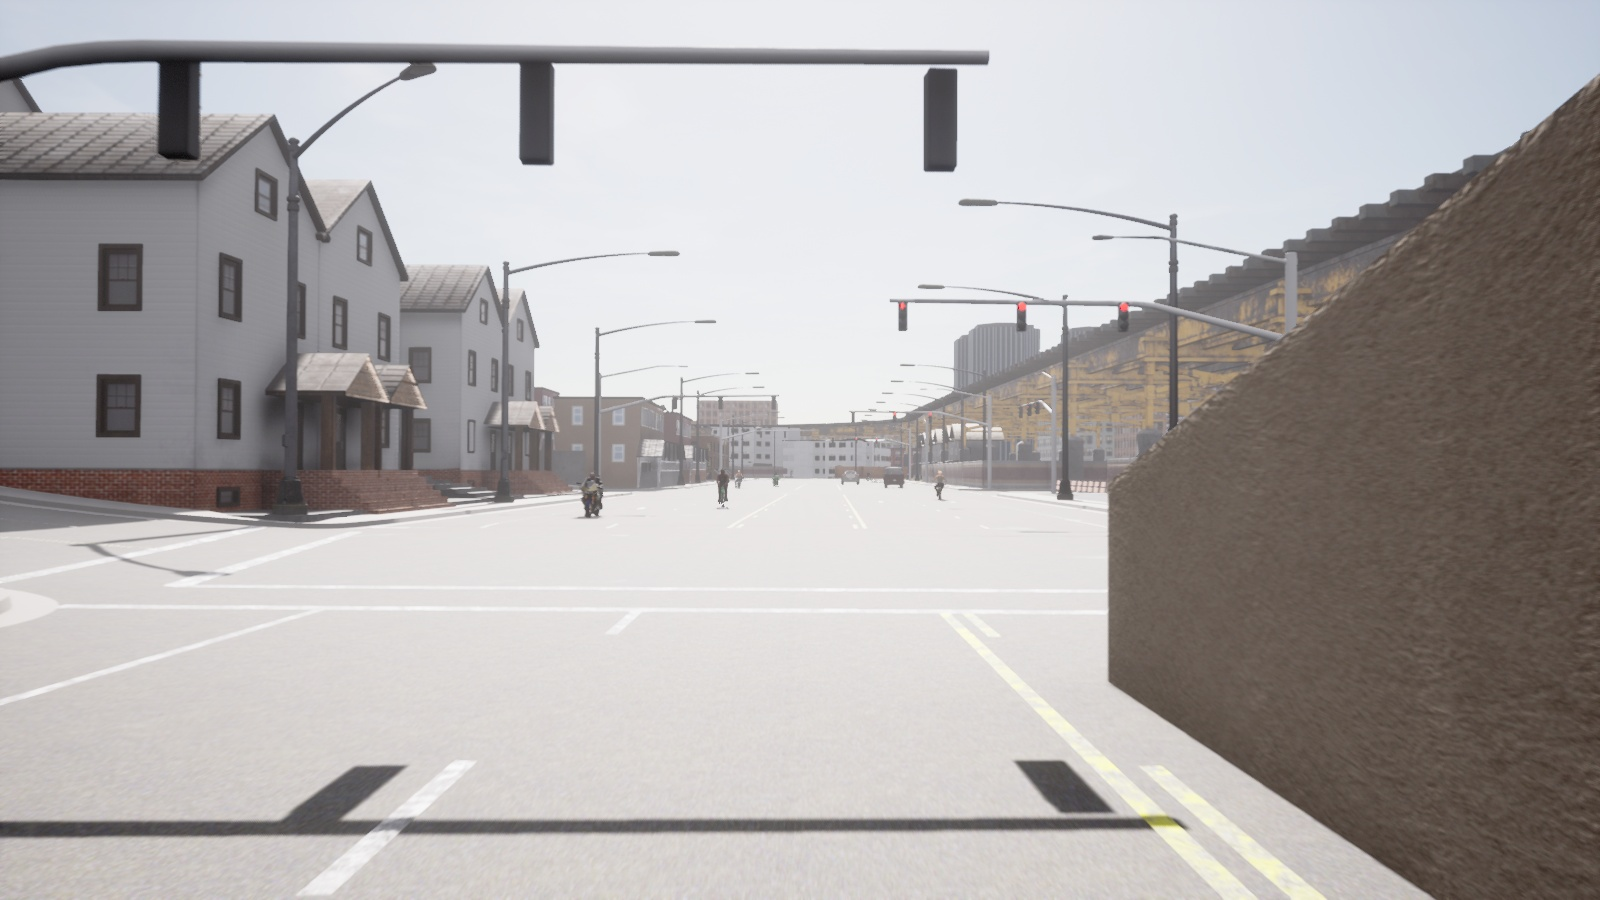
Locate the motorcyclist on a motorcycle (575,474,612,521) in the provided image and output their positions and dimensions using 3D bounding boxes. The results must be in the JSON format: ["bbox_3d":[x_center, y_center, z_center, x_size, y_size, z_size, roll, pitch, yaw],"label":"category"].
[{"bbox_3d":[-6.917,1.582,42.090,0.866,1.530,2.191,0,-1,0],"label":"motorcyclist on a motorcycle"}]
